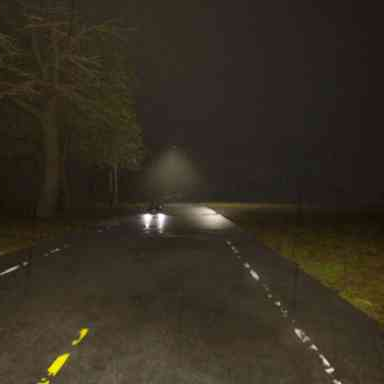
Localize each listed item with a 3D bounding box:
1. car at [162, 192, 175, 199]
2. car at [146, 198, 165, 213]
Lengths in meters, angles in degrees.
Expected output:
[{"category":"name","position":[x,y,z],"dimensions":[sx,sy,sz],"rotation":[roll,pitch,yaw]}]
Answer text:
[{"category":"car","position":[-5.726,1.034,78.426],"dimensions":[2.150,2.045,5.566],"rotation":[0,0,-3]},{"category":"car","position":[-4.129,1.688,37.687],"dimensions":[1.895,1.301,4.718],"rotation":[0,0,-1]}]
